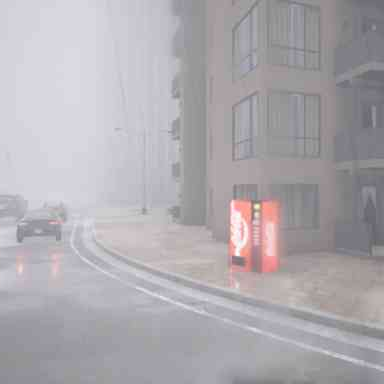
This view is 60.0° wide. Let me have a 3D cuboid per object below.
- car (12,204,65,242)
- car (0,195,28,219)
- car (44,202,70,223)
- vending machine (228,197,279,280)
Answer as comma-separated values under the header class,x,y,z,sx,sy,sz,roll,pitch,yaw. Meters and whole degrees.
class,x,y,z,sx,sy,sz,roll,pitch,yaw
car,-7.420,1.526,16.433,1.812,1.442,4.674,0,0,-21
car,-14.649,1.223,26.748,2.150,2.045,5.566,0,0,-19
car,-10.340,1.492,24.987,2.128,1.511,4.902,0,0,-18
vending machine,1.700,1.195,9.166,1.100,2.100,0.880,0,0,-42
